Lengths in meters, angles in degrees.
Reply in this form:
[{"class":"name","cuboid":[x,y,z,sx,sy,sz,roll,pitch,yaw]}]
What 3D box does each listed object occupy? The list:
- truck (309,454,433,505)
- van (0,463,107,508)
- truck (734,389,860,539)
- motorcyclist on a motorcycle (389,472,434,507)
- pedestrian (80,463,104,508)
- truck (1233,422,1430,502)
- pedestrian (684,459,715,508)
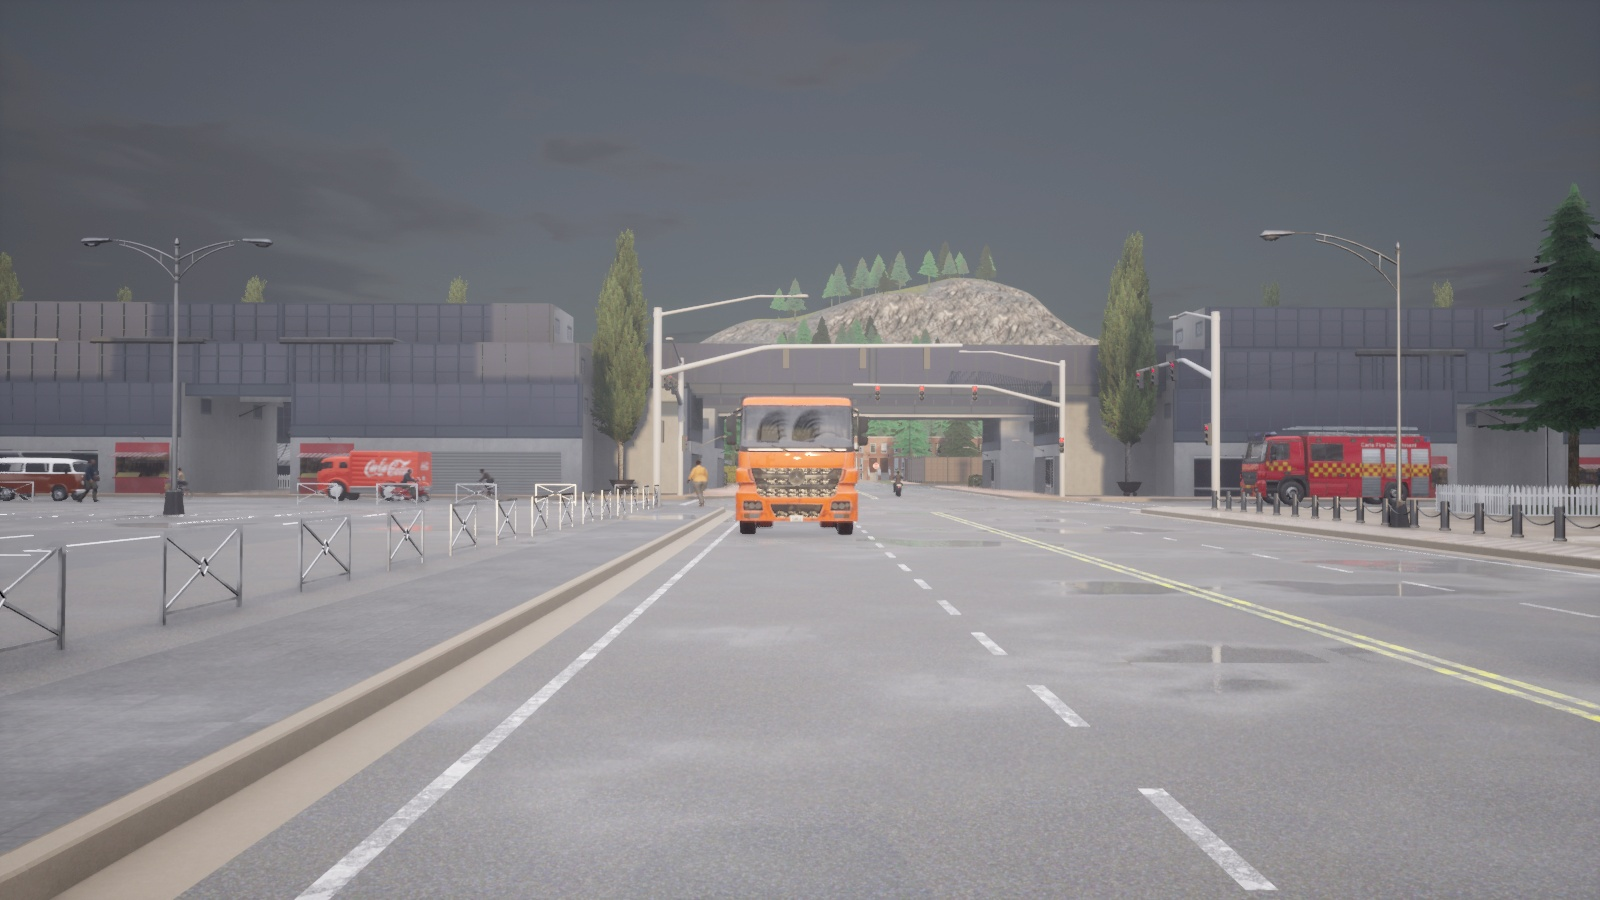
[{"class":"truck","cuboid":[-21.101,1.450,61.944,5.204,2.467,2.627,0,-1,1]},{"class":"van","cuboid":[-35.262,1.664,58.814,4.480,2.038,2.069,0,-1,1]},{"class":"truck","cuboid":[-0.077,0.385,32.965,2.891,3.462,7.936,0,-1,0]},{"class":"motorcyclist on a motorcycle","cuboid":[-18.033,1.818,58.361,1.817,1.590,0.866,0,-1,1]},{"class":"pedestrian","cuboid":[-28.856,1.446,51.191,0.726,1.842,0.402,0,-1,3]},{"class":"truck","cuboid":[26.092,0.583,61.934,8.468,3.827,2.891,0,-1,0]},{"class":"pedestrian","cuboid":[-3.907,1.300,48.698,0.874,1.855,0.900,0,-1,-32]}]
